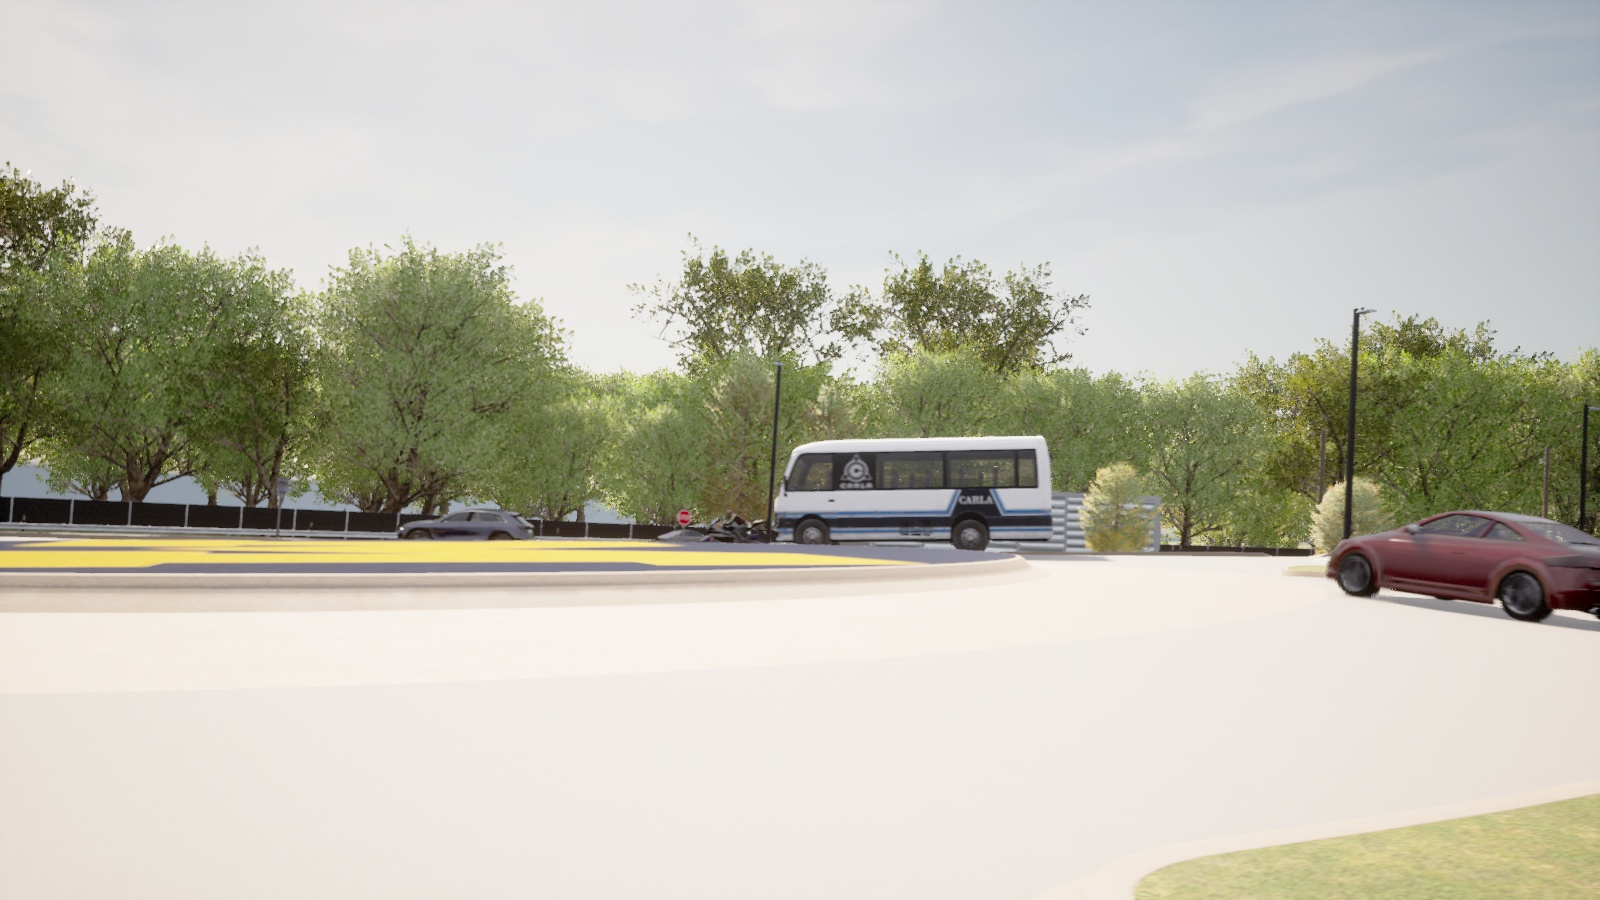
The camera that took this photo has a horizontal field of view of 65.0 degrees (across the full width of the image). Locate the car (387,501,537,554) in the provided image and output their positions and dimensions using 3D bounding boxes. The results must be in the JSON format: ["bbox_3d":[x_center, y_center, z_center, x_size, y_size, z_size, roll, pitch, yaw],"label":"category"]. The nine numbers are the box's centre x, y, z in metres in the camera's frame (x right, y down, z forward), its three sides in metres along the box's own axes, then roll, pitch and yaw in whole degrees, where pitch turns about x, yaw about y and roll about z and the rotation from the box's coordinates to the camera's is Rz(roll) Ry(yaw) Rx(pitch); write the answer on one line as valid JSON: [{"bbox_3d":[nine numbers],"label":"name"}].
[{"bbox_3d":[-12.212,2.804,45.642,4.856,1.649,2.033,3,-3,-2],"label":"car"}]

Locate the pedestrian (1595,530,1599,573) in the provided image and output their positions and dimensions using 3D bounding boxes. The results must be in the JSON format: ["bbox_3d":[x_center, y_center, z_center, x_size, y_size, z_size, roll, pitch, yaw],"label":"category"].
[{"bbox_3d":[34.798,4.392,54.134,0.726,1.835,0.370,5,-3,-8],"label":"pedestrian"}]

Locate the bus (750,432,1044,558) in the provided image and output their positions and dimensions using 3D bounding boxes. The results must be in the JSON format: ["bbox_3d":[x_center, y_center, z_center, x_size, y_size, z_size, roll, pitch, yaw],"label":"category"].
[{"bbox_3d":[3.628,1.750,46.002,10.273,4.253,3.944,-1,-6,9],"label":"bus"}]

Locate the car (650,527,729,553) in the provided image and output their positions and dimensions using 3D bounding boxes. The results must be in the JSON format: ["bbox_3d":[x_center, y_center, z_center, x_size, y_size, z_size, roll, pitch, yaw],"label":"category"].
[{"bbox_3d":[-6.471,5.315,73.934,4.181,1.385,1.994,5,-3,-39],"label":"car"}]

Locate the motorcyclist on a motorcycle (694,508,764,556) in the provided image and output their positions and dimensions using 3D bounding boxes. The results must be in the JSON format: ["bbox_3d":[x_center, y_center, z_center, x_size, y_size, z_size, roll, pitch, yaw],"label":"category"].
[{"bbox_3d":[-2.341,2.733,41.575,2.191,1.530,0.866,0,-7,4],"label":"motorcyclist on a motorcycle"}]

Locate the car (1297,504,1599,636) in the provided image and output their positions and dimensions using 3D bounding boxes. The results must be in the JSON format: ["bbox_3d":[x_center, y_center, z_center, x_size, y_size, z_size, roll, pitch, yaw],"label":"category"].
[{"bbox_3d":[9.348,1.606,17.610,1.994,1.385,4.181,5,-1,-22],"label":"car"}]
